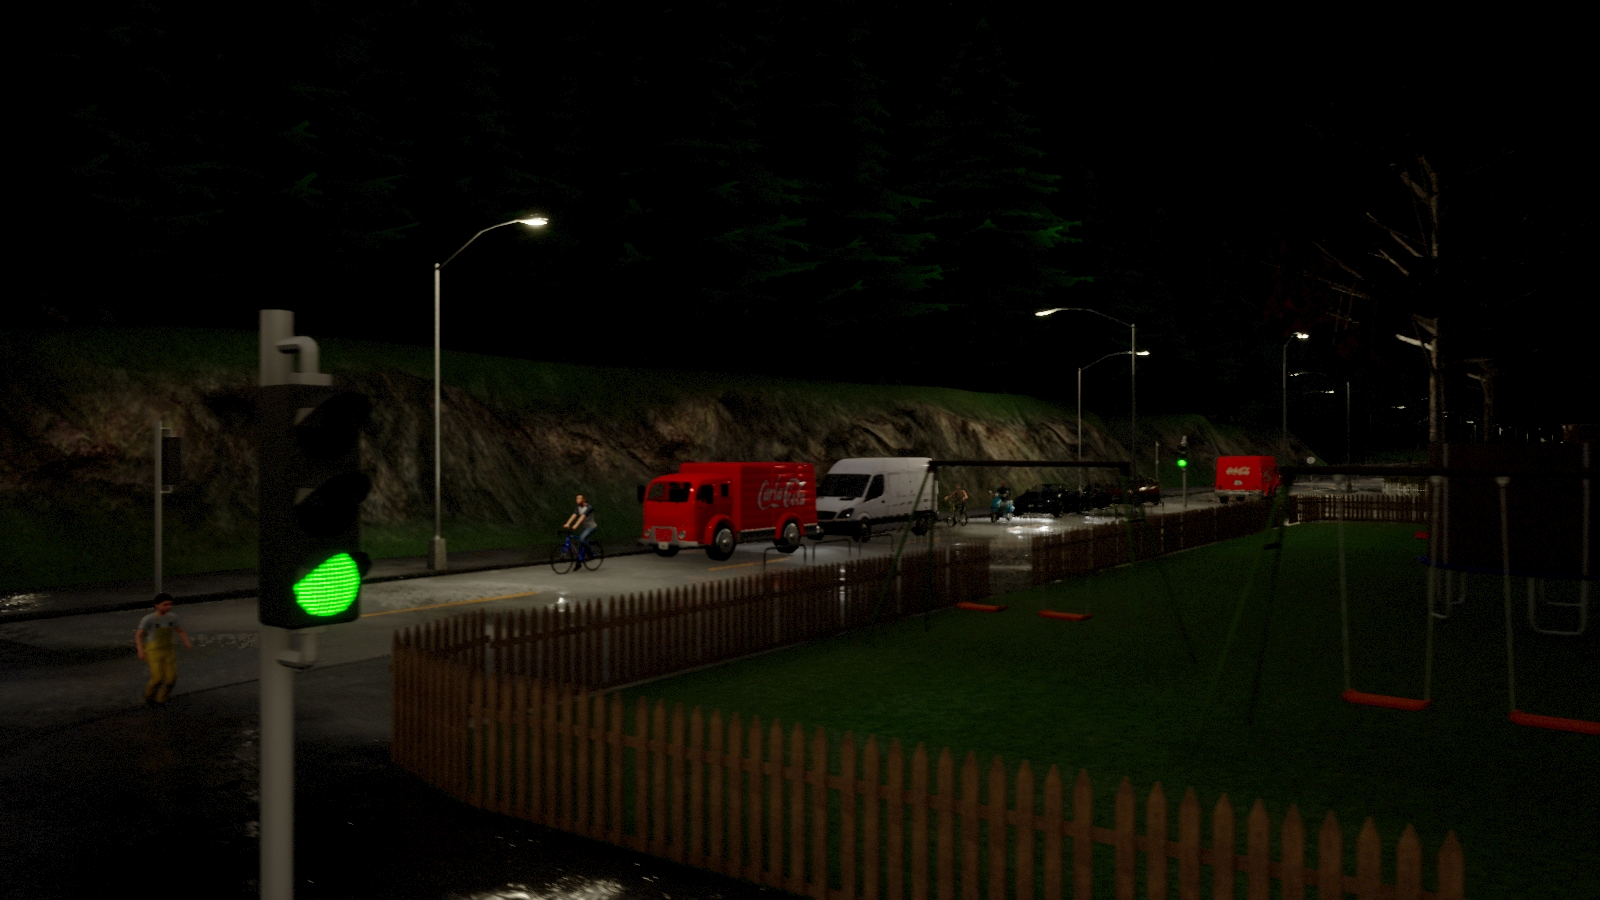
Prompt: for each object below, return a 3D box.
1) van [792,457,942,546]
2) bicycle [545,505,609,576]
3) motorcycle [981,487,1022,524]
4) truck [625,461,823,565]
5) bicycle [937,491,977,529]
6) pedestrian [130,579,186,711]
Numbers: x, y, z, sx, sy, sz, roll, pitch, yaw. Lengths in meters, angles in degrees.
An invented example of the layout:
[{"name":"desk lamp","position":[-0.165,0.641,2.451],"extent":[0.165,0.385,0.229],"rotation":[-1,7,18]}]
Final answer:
[{"name":"van","position":[2.273,1.535,36.656],"extent":[1.988,2.561,5.915],"rotation":[0,0,35]},{"name":"bicycle","position":[-5.086,2.057,26.166],"extent":[0.373,1.496,1.643],"rotation":[0,0,35]},{"name":"motorcycle","position":[7.831,2.143,44.387],"extent":[0.856,1.316,1.805],"rotation":[0,0,36]},{"name":"truck","position":[-1.924,1.569,30.678],"extent":[2.627,2.467,5.204],"rotation":[0,0,35]},{"name":"bicycle","position":[5.694,2.159,41.352],"extent":[0.859,1.276,1.487],"rotation":[0,0,36]},{"name":"pedestrian","position":[-6.715,2.026,11.952],"extent":[0.375,1.300,0.375],"rotation":[0,0,30]}]
